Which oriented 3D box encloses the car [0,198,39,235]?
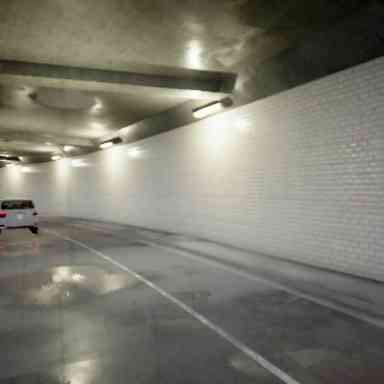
[{"bbox_3d":[-10.744,1.368,19.789,2.150,2.045,5.566,0,0,-37],"label":"car"}]
